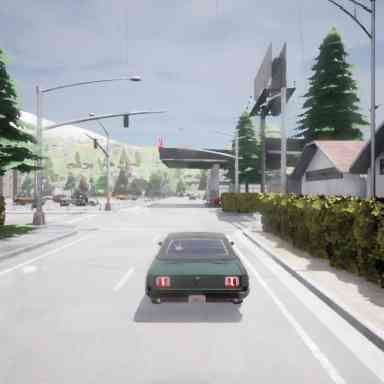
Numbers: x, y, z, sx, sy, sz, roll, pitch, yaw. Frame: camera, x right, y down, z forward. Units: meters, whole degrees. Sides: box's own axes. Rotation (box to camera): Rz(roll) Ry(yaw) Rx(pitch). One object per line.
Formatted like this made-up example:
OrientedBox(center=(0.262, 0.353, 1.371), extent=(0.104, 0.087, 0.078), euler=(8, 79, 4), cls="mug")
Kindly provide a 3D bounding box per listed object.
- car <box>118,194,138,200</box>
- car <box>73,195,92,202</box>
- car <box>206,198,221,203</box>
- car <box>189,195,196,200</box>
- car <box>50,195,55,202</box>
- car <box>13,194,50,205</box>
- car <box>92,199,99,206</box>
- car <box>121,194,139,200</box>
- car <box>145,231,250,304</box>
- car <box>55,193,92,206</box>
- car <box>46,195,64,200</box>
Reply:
OrientedBox(center=(-16.370, 1.330, 84.851), extent=(5.027, 1.636, 2.152), euler=(0, 0, 0), cls="car")
OrientedBox(center=(-23.983, 1.320, 72.966), extent=(3.633, 1.501, 1.845), euler=(0, 0, 0), cls="car")
OrientedBox(center=(4.444, 1.547, 69.741), extent=(2.033, 1.411, 5.357), euler=(0, 0, -15), cls="car")
OrientedBox(center=(0.077, 1.540, 93.124), extent=(2.033, 1.411, 5.357), euler=(0, 0, 0), cls="car")
OrientedBox(center=(-23.974, 1.298, 62.973), extent=(4.514, 1.523, 2.007), euler=(0, 0, 0), cls="car")
OrientedBox(center=(-24.622, 1.097, 50.513), extent=(4.605, 1.855, 1.932), euler=(0, 0, 0), cls="car")
OrientedBox(center=(-16.143, 1.361, 50.594), extent=(3.806, 1.475, 1.970), euler=(0, 0, 0), cls="car")
OrientedBox(center=(-16.438, 1.339, 87.987), extent=(4.514, 1.523, 2.007), euler=(0, 0, 0), cls="car")
OrientedBox(center=(0.101, 1.601, 8.075), extent=(1.895, 1.301, 4.718), euler=(0, 0, 0), cls="car")
OrientedBox(center=(-16.737, 1.077, 47.266), extent=(3.866, 1.878, 1.905), euler=(0, 0, 0), cls="car")
OrientedBox(center=(-35.036, 1.384, 84.902), extent=(3.806, 1.475, 1.970), euler=(0, 0, 0), cls="car")
